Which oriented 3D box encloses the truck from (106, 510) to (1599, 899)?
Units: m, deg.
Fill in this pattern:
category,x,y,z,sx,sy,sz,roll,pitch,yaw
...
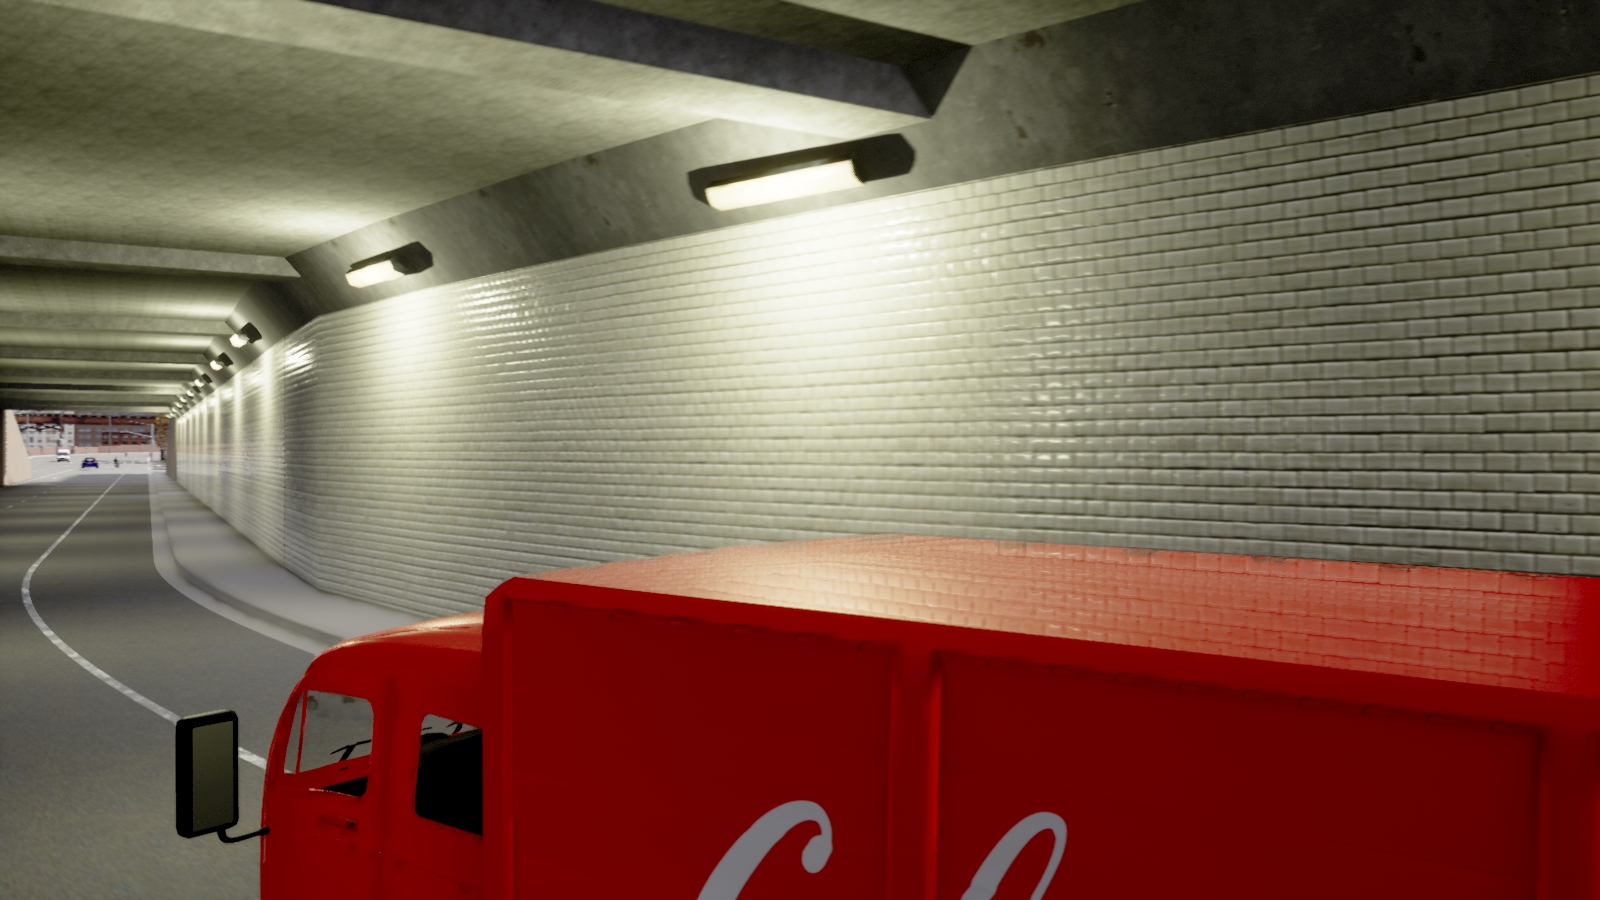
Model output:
category,x,y,z,sx,sy,sz,roll,pitch,yaw
truck,0.347,1.569,3.629,5.204,2.467,2.627,0,0,37
